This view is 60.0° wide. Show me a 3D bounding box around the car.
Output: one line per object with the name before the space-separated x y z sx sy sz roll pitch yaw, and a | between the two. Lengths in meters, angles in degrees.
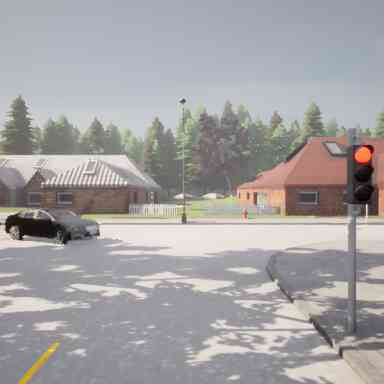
car | -6.436 1.491 15.379 4.902 1.511 2.128 0 0 26
